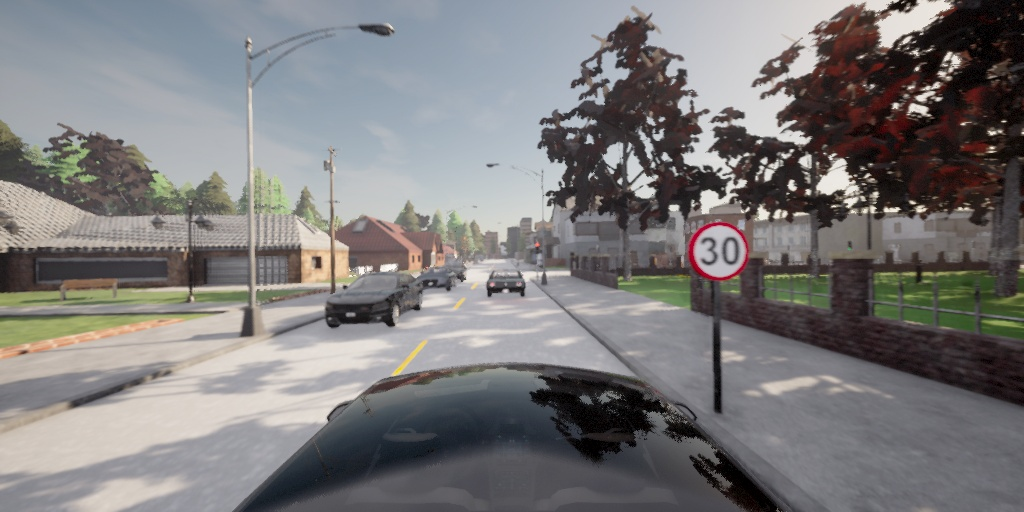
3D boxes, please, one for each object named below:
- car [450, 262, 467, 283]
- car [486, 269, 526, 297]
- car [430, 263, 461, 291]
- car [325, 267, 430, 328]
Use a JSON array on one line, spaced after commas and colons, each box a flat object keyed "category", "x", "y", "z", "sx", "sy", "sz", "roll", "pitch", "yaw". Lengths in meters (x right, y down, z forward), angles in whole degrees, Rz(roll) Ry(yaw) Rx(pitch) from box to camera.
[{"category": "car", "x": -4.633, "y": 1.245, "z": 28.488, "sx": 1.837, "sy": 1.490, "sz": 4.892, "roll": -1, "pitch": 0, "yaw": -1}, {"category": "car", "x": -0.301, "y": 1.329, "z": 18.695, "sx": 1.895, "sy": 1.301, "sz": 4.718, "roll": -1, "pitch": 0, "yaw": -1}, {"category": "car", "x": -4.529, "y": 1.349, "z": 21.884, "sx": 1.994, "sy": 1.385, "sz": 4.181, "roll": -1, "pitch": 0, "yaw": -1}, {"category": "car", "x": -4.310, "y": 1.275, "z": 11.940, "sx": 1.882, "sy": 1.535, "sz": 5.008, "roll": -1, "pitch": 0, "yaw": -1}]
